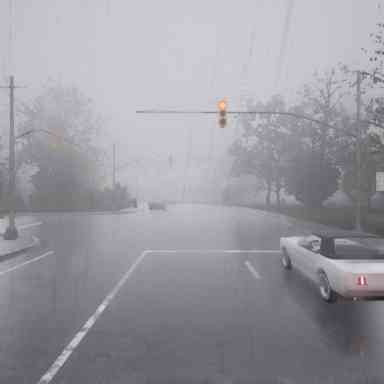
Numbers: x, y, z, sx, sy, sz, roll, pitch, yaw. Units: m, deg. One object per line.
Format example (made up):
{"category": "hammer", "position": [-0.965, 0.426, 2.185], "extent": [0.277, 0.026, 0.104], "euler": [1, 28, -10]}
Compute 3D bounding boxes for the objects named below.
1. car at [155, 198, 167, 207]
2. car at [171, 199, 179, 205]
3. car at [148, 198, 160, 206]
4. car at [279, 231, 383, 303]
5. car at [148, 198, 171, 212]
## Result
{"category": "car", "position": [-5.512, 1.822, 58.597], "extent": [1.882, 1.535, 5.008], "euler": [0, -1, -9]}
{"category": "car", "position": [-4.981, 2.271, 73.783], "extent": [1.895, 1.301, 4.718], "euler": [0, -1, -19]}
{"category": "car", "position": [-8.480, 2.161, 73.300], "extent": [1.882, 1.535, 5.008], "euler": [0, -1, -16]}
{"category": "car", "position": [3.598, 1.603, 8.165], "extent": [1.895, 1.301, 4.718], "euler": [0, 0, 0]}
{"category": "car", "position": [-4.069, 1.541, 40.695], "extent": [1.882, 1.535, 5.008], "euler": [0, -1, 1]}
